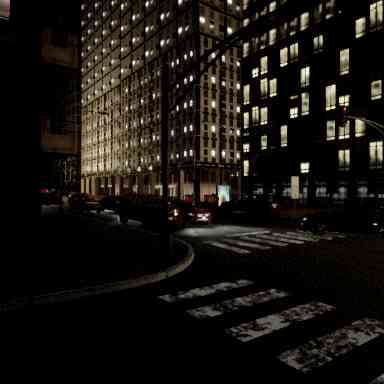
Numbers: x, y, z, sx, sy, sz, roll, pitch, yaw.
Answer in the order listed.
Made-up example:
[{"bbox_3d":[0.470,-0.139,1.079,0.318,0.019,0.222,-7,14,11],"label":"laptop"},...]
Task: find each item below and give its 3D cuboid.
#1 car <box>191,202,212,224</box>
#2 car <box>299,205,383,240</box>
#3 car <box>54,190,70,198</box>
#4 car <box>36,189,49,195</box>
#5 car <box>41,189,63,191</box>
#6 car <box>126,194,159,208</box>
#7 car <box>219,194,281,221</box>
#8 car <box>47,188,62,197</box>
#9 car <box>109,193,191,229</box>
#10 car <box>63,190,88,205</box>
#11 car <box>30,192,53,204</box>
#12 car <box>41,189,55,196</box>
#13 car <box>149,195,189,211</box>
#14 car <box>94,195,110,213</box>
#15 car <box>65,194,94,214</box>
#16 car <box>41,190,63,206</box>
[{"bbox_3d":[-0.671,1.220,21.026,1.812,1.442,4.674,0,1,-36],"label":"car"},{"bbox_3d":[7.756,1.361,16.070,4.902,1.511,2.128,1,2,28],"label":"car"},{"bbox_3d":[-25.274,0.309,64.632,1.887,1.381,4.507,1,0,-36],"label":"car"},{"bbox_3d":[-35.076,-0.011,78.080,1.887,1.381,4.507,1,0,-36],"label":"car"},{"bbox_3d":[-25.554,0.382,60.590,1.994,1.385,4.181,0,1,-36],"label":"car"},{"bbox_3d":[-5.669,0.965,37.736,1.947,1.339,4.313,1,0,-36],"label":"car"},{"bbox_3d":[4.140,1.027,24.287,2.192,1.841,5.009,1,0,-36],"label":"car"},{"bbox_3d":[-28.538,0.099,69.114,1.967,1.590,4.097,1,0,-36],"label":"car"},{"bbox_3d":[-2.595,1.008,19.302,2.192,1.841,5.009,2,0,-36],"label":"car"},{"bbox_3d":[-12.340,0.813,37.053,2.128,1.511,4.902,0,1,-36],"label":"car"},{"bbox_3d":[-18.936,0.752,41.710,1.802,1.307,4.206,2,0,-36],"label":"car"},{"bbox_3d":[-31.808,0.096,73.597,1.887,1.381,4.507,1,0,-36],"label":"car"},{"bbox_3d":[-2.402,1.070,33.253,1.947,1.339,4.313,1,0,-36],"label":"car"},{"bbox_3d":[-6.449,0.988,28.954,1.882,1.535,5.008,0,1,-36],"label":"car"},{"bbox_3d":[-9.136,1.067,28.266,1.802,1.307,4.206,2,0,-36],"label":"car"},{"bbox_3d":[-15.669,0.827,37.229,2.008,1.369,4.403,2,0,-36],"label":"car"}]
